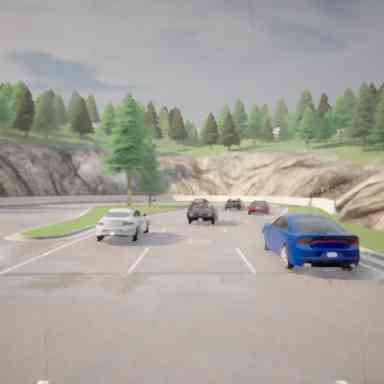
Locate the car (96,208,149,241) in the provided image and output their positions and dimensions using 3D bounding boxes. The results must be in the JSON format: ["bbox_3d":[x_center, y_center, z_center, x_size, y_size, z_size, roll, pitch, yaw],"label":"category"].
[{"bbox_3d":[-3.295,1.496,16.336,1.812,1.442,4.674,0,0,2],"label":"car"}]

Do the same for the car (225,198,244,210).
[{"bbox_3d":[5.246,1.417,40.897,2.128,1.511,4.902,0,0,16],"label":"car"}]

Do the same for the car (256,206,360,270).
[{"bbox_3d":[3.615,1.457,11.018,1.882,1.535,5.008,0,0,0],"label":"car"}]

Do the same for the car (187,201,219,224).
[{"bbox_3d":[0.884,1.557,24.275,1.895,1.301,4.718,0,0,8],"label":"car"}]

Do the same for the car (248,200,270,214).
[{"bbox_3d":[6.954,1.501,34.167,1.994,1.385,4.181,0,0,16],"label":"car"}]

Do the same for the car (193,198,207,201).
[{"bbox_3d":[1.006,1.455,38.821,1.812,1.442,4.674,0,0,16],"label":"car"}]
